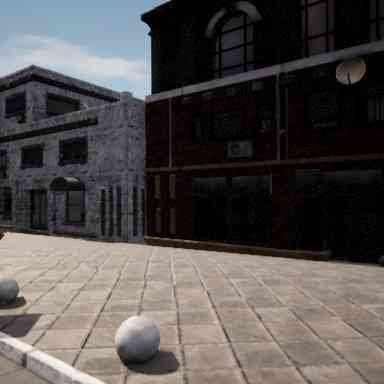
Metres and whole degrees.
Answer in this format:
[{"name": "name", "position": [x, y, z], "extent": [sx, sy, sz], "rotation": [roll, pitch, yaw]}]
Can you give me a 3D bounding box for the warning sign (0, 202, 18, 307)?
[{"name": "warning sign", "position": [-4.032, 1.119, 5.943], "extent": [1.060, 1.860, 1.300], "rotation": [0, 0, 35]}]
